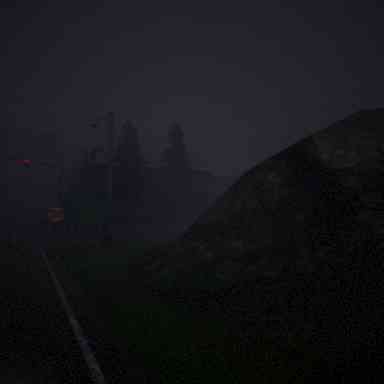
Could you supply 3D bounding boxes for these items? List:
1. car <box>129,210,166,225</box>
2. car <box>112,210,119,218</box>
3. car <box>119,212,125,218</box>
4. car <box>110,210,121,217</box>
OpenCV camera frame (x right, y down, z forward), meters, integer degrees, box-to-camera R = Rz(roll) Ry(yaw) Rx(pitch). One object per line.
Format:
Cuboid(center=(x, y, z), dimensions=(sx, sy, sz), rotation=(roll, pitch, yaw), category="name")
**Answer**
Cuboid(center=(-5.695, 3.470, 40.932), dimensions=(3.866, 1.878, 1.905), rotation=(2, -3, -27), category="car")
Cuboid(center=(-19.374, 5.094, 78.445), dimensions=(1.905, 1.878, 3.866), rotation=(2, -3, -27), category="car")
Cuboid(center=(-16.137, 5.457, 79.395), dimensions=(1.970, 1.475, 3.806), rotation=(2, -3, -27), category="car")
Cuboid(center=(-20.024, 5.557, 86.935), dimensions=(1.932, 1.855, 4.605), rotation=(2, -3, -27), category="car")
